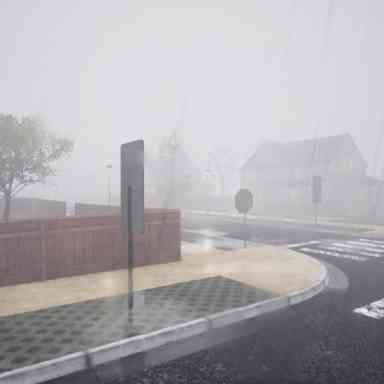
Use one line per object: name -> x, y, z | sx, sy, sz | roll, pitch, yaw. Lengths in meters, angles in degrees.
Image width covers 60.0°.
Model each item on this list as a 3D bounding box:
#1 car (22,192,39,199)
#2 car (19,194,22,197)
car -> -36.687, 0.928, 76.383 | 2.150, 2.045, 5.566 | 0, 0, -36
car -> -42.782, 1.110, 84.917 | 2.033, 1.411, 5.357 | 0, 0, -36
